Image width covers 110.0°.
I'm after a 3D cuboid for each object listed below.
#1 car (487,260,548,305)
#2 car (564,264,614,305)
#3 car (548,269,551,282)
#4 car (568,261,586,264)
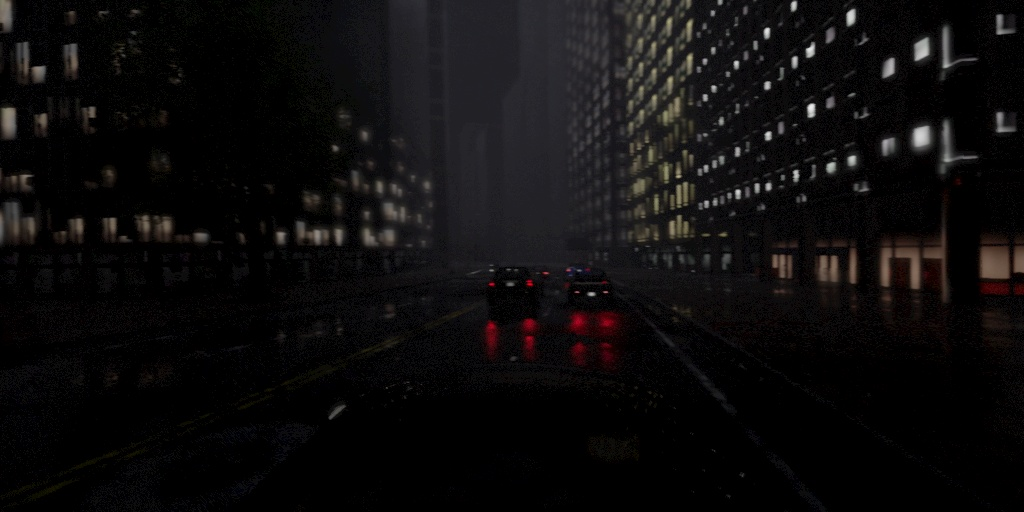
[{"bbox_3d":[0.301,1.203,16.817,2.097,1.767,4.553,-1,-1,10],"label":"car"},{"bbox_3d":[3.543,1.292,16.474,2.128,1.511,4.902,-1,0,10],"label":"car"},{"bbox_3d":[2.428,1.476,31.690,2.033,1.411,5.357,-1,0,6],"label":"car"},{"bbox_3d":[5.664,1.222,31.420,2.097,1.767,4.553,-1,-1,6],"label":"car"}]
